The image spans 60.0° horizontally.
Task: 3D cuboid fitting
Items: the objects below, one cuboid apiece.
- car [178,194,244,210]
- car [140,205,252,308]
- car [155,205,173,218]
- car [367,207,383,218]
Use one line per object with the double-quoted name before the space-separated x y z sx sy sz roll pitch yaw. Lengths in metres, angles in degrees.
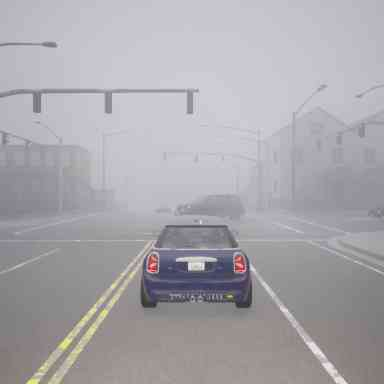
"car" 1.375 1.190 25.000 5.566 2.045 2.150 1 -1 -30
"car" 0.091 1.352 8.092 2.097 1.767 4.553 0 0 0
"car" -3.564 2.570 42.575 1.895 1.301 4.718 0 -8 0
"car" 17.624 1.547 27.693 5.357 1.411 2.033 0 0 -1
